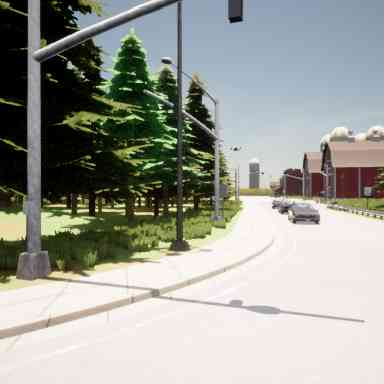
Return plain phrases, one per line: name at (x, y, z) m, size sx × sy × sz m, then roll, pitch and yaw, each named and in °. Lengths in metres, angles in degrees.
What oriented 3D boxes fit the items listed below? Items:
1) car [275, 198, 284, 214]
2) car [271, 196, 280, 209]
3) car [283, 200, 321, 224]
car at (10.116, 1.601, 34.804) m, size 1.895 × 1.301 × 4.718 m, roll 0°, pitch 0°, yaw 10°
car at (11.786, 1.564, 44.727) m, size 1.994 × 1.385 × 4.181 m, roll 0°, pitch 0°, yaw 9°
car at (8.389, 1.547, 25.308) m, size 2.033 × 1.411 × 5.357 m, roll 0°, pitch 0°, yaw 10°
